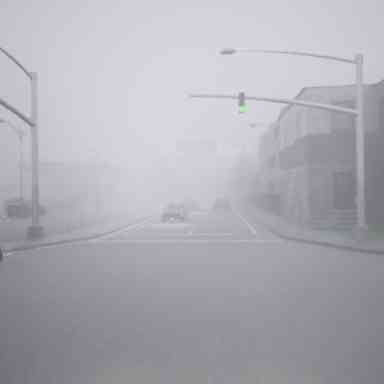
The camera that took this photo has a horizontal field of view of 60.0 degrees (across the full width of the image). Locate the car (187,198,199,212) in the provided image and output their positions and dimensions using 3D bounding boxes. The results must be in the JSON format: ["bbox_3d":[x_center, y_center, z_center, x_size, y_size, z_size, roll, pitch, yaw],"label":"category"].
[{"bbox_3d":[-0.203,1.506,39.153,1.837,1.490,4.892,-1,0,5],"label":"car"}]

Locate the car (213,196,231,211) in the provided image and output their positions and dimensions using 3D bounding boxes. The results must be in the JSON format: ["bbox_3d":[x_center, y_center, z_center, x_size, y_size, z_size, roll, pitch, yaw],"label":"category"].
[{"bbox_3d":[3.575,1.306,40.362,2.097,1.767,4.553,-1,0,5],"label":"car"}]

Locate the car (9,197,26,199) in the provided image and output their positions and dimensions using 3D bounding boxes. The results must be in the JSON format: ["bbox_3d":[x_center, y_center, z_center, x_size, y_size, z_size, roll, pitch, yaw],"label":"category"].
[{"bbox_3d":[-22.262,1.564,43.284,1.932,1.855,4.605,-1,0,4],"label":"car"}]

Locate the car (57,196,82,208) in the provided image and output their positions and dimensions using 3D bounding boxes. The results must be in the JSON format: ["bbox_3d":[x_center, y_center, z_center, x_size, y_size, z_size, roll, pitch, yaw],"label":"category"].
[{"bbox_3d":[-18.369,1.497,50.870,1.905,1.878,3.866,-1,0,4],"label":"car"}]

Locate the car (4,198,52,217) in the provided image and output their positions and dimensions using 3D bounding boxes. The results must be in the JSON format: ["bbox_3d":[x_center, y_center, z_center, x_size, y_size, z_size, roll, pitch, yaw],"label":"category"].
[{"bbox_3d":[-16.125,1.687,32.760,2.007,1.523,4.514,-1,0,4],"label":"car"}]

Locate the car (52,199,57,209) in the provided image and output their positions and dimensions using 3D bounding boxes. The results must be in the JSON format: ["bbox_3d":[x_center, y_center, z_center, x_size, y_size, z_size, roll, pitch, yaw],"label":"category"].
[{"bbox_3d":[-21.632,1.822,51.740,1.970,1.475,3.806,-1,0,4],"label":"car"}]

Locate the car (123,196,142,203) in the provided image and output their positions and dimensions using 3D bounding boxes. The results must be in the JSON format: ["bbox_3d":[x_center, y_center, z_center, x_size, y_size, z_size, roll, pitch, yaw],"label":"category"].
[{"bbox_3d":[-15.154,1.867,84.723,4.611,1.667,2.242,-1,0,4],"label":"car"}]

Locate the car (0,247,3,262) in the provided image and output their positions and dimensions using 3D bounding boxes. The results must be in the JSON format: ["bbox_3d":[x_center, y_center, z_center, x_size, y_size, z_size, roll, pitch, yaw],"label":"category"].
[{"bbox_3d":[-8.049,1.796,10.248,4.181,1.385,1.994,-3,-1,18],"label":"car"}]

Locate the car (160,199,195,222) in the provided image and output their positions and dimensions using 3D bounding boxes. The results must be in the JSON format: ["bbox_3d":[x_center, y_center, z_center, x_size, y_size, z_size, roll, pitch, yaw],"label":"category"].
[{"bbox_3d":[-1.229,1.558,26.791,2.033,1.411,5.357,-1,0,5],"label":"car"}]
